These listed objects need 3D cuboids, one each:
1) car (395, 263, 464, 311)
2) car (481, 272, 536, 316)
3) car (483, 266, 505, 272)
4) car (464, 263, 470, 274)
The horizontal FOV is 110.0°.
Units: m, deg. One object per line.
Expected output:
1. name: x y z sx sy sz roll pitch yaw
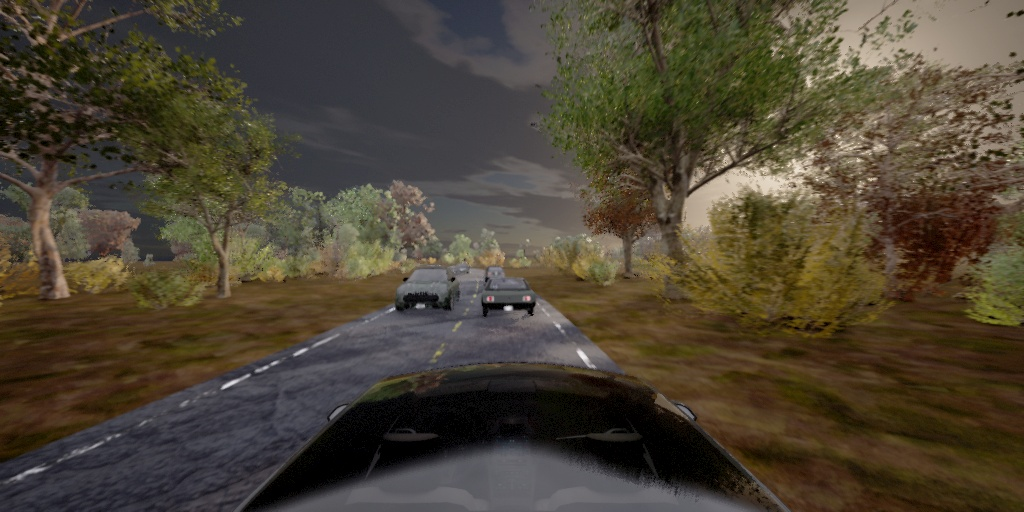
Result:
1. car: -3.392 1.241 15.134 2.097 1.767 4.553 0 -1 -3
2. car: -0.201 1.472 14.123 1.895 1.301 4.718 0 -1 -2
3. car: -1.633 1.612 33.673 2.033 1.411 5.357 0 -1 -6
4. car: -6.801 1.721 49.173 2.128 1.511 4.902 0 -1 -9
